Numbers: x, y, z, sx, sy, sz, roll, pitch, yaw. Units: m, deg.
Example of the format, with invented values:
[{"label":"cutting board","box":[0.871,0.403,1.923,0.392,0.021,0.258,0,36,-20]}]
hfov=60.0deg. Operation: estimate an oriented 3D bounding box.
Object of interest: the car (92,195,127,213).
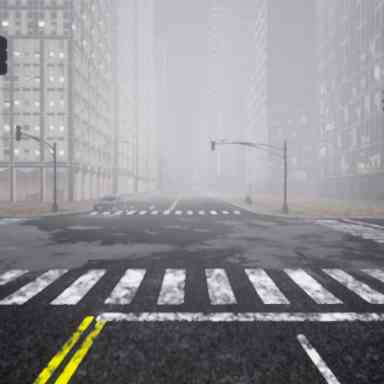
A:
[{"label":"car","box":[-7.380,1.063,30.178,1.837,1.490,4.892,1,2,7]}]
